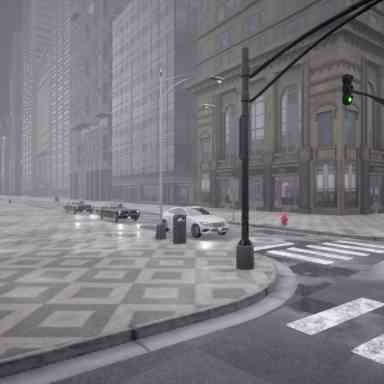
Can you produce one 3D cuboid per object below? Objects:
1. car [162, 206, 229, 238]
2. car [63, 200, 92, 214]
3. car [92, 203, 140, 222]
[{"bbox_3d":[-0.052,1.475,17.749,1.812,1.442,4.674,0,0,-37],"label":"car"},{"bbox_3d":[-11.691,1.498,34.156,1.895,1.301,4.718,0,0,-35],"label":"car"},{"bbox_3d":[-5.807,1.523,25.867,1.895,1.301,4.718,0,0,-35],"label":"car"}]
